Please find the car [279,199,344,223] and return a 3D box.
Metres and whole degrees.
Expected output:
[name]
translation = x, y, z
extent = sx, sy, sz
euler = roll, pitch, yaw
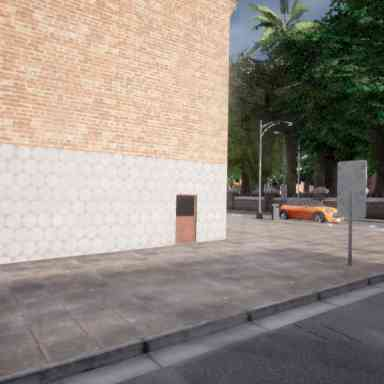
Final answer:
[car]
translation = 8.755, 1.344, 24.606
extent = 2.097, 1.767, 4.553
euler = 2, -1, -35
